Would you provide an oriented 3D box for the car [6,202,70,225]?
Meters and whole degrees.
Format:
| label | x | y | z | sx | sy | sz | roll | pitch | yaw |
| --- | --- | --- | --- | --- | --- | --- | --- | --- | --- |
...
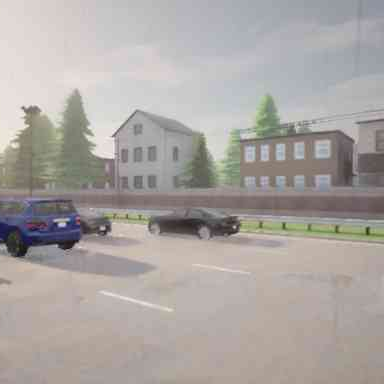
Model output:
| label | x | y | z | sx | sy | sz | roll | pitch | yaw |
| --- | --- | --- | --- | --- | --- | --- | --- | --- | --- |
| car | -11.757 | 1.542 | 25.221 | 5.357 | 1.411 | 2.033 | 0 | 0 | 36 |

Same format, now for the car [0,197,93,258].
| label | x | y | z | sx | sy | sz | roll | pitch | yaw |
| --- | --- | --- | --- | --- | --- | --- | --- | --- | --- |
| car | -6.647 | 1.217 | 13.007 | 5.566 | 2.045 | 2.150 | 0 | 0 | 36 |

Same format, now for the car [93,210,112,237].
| label | x | y | z | sx | sy | sz | roll | pitch | yaw |
| --- | --- | --- | --- | --- | --- | --- | --- | --- | --- |
| car | -6.049 | 1.522 | 16.883 | 4.674 | 1.442 | 1.812 | 0 | 0 | 36 |

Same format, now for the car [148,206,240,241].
| label | x | y | z | sx | sy | sz | roll | pitch | yaw |
| --- | --- | --- | --- | --- | --- | --- | --- | --- | --- |
| car | -0.035 | 1.475 | 16.869 | 5.008 | 1.535 | 1.882 | 0 | 0 | 36 |
